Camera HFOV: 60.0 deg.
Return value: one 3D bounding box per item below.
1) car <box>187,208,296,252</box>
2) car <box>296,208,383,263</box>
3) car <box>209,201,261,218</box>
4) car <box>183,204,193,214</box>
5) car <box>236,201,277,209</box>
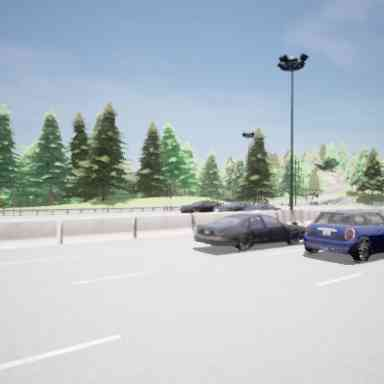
[{"bbox_3d":[2.639,1.628,14.318,5.357,1.411,2.033,1,0,-35],"label":"car"},{"bbox_3d":[6.370,1.451,12.656,4.553,1.767,2.097,1,0,-35],"label":"car"},{"bbox_3d":[4.253,1.663,32.752,4.902,1.511,2.128,1,0,-35],"label":"car"},{"bbox_3d":[1.171,1.633,34.864,5.008,1.535,1.882,1,0,-35],"label":"car"},{"bbox_3d":[6.113,1.738,29.786,4.181,1.385,1.994,1,0,-35],"label":"car"}]
